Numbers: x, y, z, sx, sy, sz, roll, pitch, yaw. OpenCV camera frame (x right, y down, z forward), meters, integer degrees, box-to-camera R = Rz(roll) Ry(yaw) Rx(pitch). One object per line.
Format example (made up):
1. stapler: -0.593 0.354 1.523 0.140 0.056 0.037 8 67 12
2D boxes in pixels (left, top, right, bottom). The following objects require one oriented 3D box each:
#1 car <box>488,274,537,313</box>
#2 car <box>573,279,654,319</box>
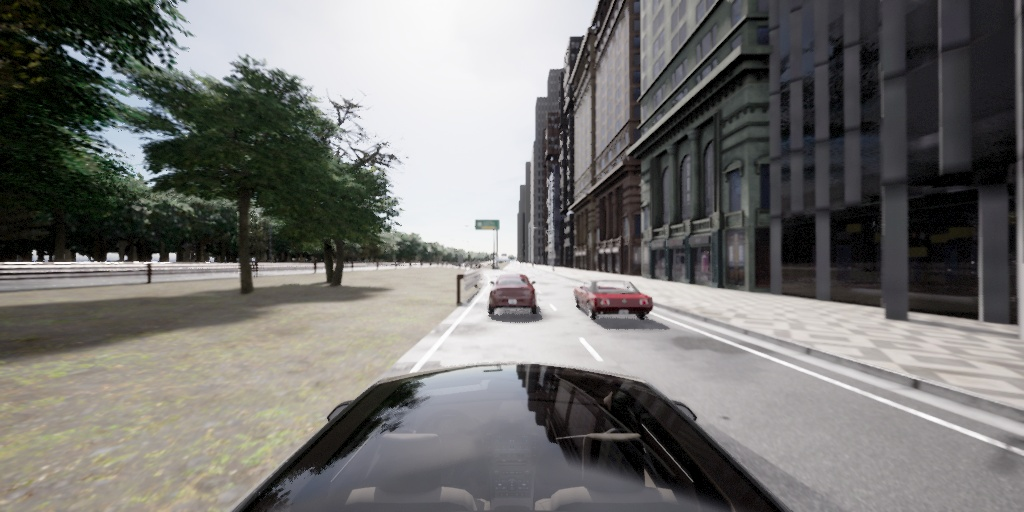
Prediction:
1. car: 0.042 1.451 14.789 1.812 1.442 4.674 0 -1 0
2. car: 3.530 1.509 13.477 1.895 1.301 4.718 0 -1 1
